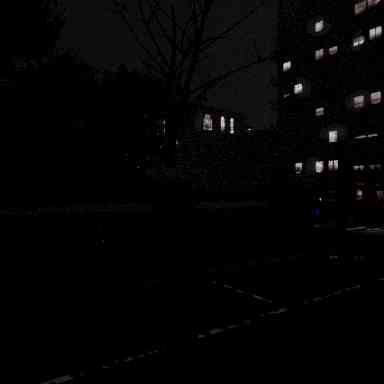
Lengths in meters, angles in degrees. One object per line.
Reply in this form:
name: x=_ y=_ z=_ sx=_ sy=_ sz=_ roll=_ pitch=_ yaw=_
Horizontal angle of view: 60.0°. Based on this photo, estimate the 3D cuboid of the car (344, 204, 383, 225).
car: x=13.544 y=1.680 z=24.289 sx=1.837 sy=1.490 sz=4.892 roll=-3 pitch=1 yaw=-42

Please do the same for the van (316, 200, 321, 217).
van: x=10.526 y=1.646 z=32.576 sx=1.690 sy=1.788 sz=3.998 roll=-1 pitch=0 yaw=-36
